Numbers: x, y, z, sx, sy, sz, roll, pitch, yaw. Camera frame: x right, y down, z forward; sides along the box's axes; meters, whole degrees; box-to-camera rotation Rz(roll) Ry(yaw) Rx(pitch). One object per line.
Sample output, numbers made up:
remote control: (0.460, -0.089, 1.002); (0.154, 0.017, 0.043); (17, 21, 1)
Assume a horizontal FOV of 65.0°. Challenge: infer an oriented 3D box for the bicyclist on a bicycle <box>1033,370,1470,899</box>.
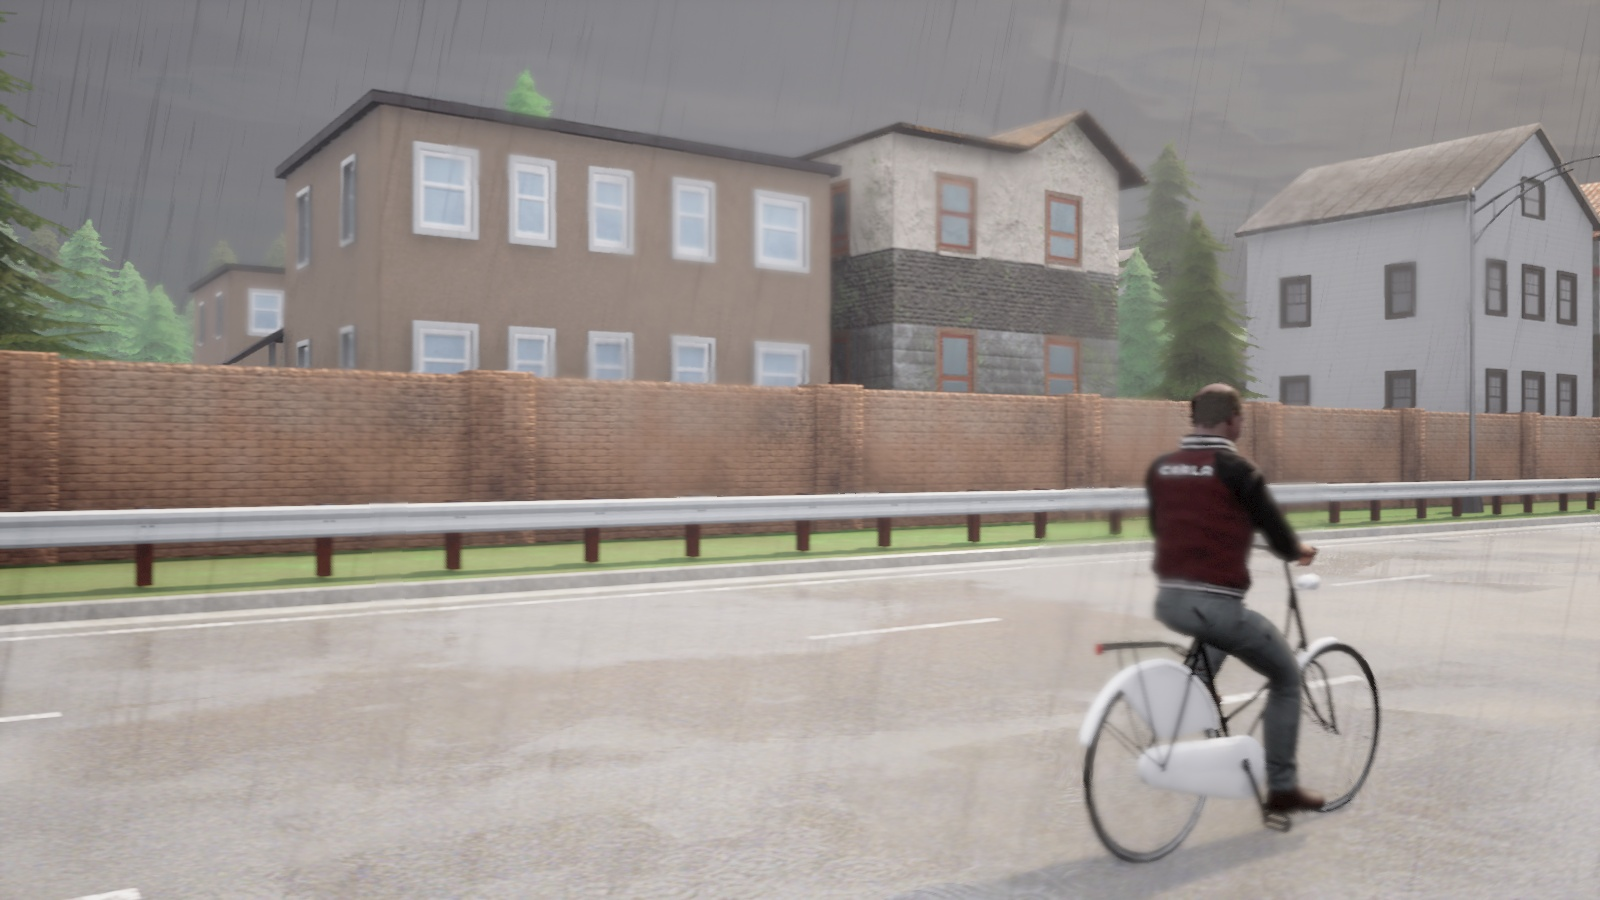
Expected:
bicyclist on a bicycle: (1.814, 0.623, 4.922); (1.843, 1.776, 0.659); (0, 0, -35)
